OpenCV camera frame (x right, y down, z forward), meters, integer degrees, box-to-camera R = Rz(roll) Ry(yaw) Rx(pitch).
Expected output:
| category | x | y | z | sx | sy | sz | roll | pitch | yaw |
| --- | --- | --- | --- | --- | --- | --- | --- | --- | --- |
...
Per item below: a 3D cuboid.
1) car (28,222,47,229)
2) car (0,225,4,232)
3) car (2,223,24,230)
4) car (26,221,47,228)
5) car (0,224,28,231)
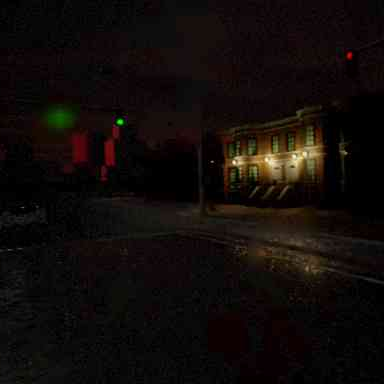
| category | x | y | z | sx | sy | sz | roll | pitch | yaw |
| --- | --- | --- | --- | --- | --- | --- | --- | --- | --- |
| car | -40.096 | 8.546 | 85.970 | 4.974 | 1.542 | 2.038 | -2 | 2 | 1 |
| car | -48.546 | 8.976 | 80.627 | 4.974 | 1.542 | 2.038 | -2 | 2 | 16 |
| car | -44.459 | 8.620 | 82.820 | 1.853 | 1.218 | 4.536 | -1 | 2 | 26 |
| car | -40.153 | 8.390 | 85.966 | 4.536 | 1.218 | 1.853 | -2 | 2 | 1 |
| car | -44.476 | 8.780 | 82.778 | 2.038 | 1.542 | 4.974 | -1 | 2 | 26 |
